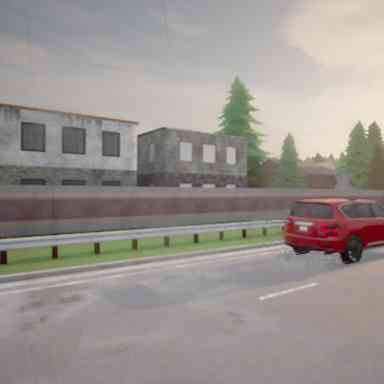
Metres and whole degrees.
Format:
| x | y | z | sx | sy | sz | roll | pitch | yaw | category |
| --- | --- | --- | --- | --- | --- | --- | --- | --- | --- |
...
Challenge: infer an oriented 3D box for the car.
| x | y | z | sx | sy | sz | roll | pitch | yaw | category |
| --- | --- | --- | --- | --- | --- | --- | --- | --- | --- |
| 5.757 | 1.256 | 12.186 | 5.566 | 2.045 | 2.150 | 0 | 0 | -35 | car |
